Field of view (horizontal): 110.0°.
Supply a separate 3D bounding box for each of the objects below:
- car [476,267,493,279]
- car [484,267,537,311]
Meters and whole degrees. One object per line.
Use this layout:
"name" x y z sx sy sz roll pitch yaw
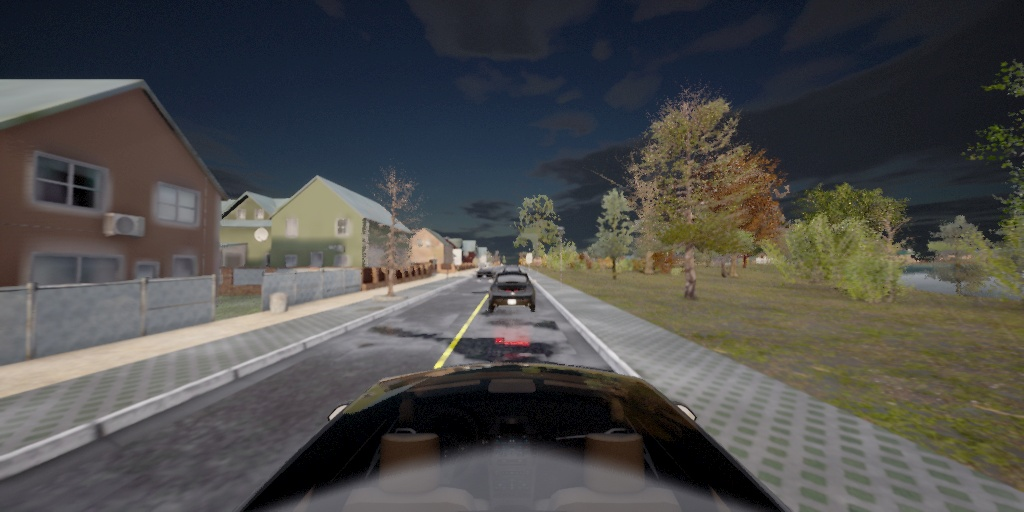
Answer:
"car" -2.772 1.805 38.697 1.895 1.301 4.718 0 -1 0
"car" 0.015 1.414 15.363 1.837 1.490 4.892 0 0 0
